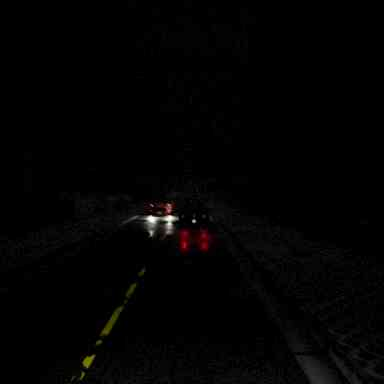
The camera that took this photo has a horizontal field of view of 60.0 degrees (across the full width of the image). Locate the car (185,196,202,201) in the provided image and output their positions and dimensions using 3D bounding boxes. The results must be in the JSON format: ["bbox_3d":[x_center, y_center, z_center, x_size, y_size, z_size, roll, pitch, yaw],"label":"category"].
[{"bbox_3d":[0.143,1.334,41.612,1.837,1.490,4.892,0,0,0],"label":"car"}]

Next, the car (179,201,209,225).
[{"bbox_3d":[0.125,1.506,22.648,1.895,1.301,4.718,0,0,0],"label":"car"}]

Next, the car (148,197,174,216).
[{"bbox_3d":[-2.813,1.230,31.132,2.097,1.767,4.553,0,0,0],"label":"car"}]
